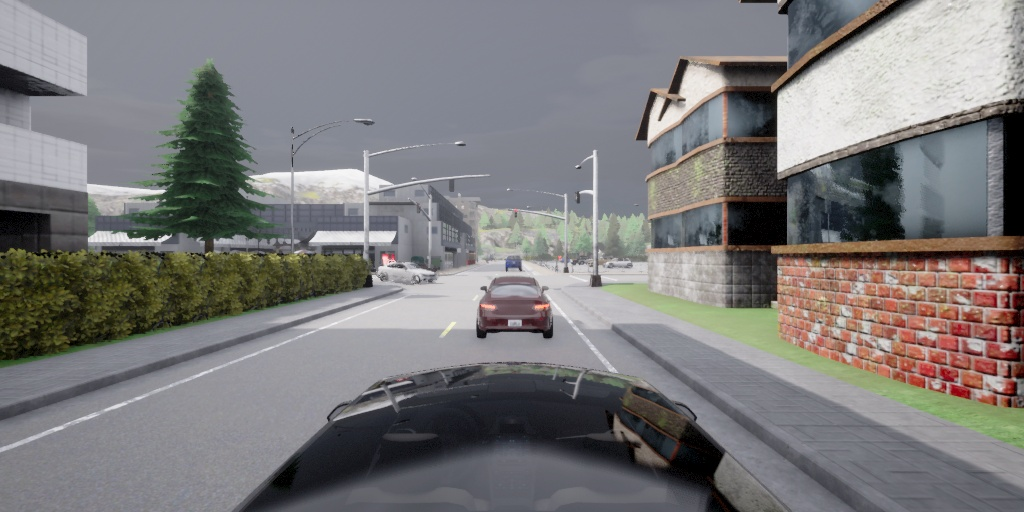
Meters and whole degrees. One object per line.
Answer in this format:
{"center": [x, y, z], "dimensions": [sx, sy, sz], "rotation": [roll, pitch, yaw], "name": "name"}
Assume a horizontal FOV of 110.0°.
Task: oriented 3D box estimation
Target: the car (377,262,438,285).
{"center": [-7.422, 1.185, 25.405], "dimensions": [4.674, 1.442, 1.812], "rotation": [2, 0, 25], "name": "car"}

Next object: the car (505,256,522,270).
{"center": [0.207, 0.976, 49.170], "dimensions": [2.150, 2.045, 5.566], "rotation": [0, 0, 0], "name": "car"}

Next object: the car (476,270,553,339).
{"center": [0.071, 1.277, 10.001], "dimensions": [1.812, 1.442, 4.674], "rotation": [0, 0, 0], "name": "car"}
